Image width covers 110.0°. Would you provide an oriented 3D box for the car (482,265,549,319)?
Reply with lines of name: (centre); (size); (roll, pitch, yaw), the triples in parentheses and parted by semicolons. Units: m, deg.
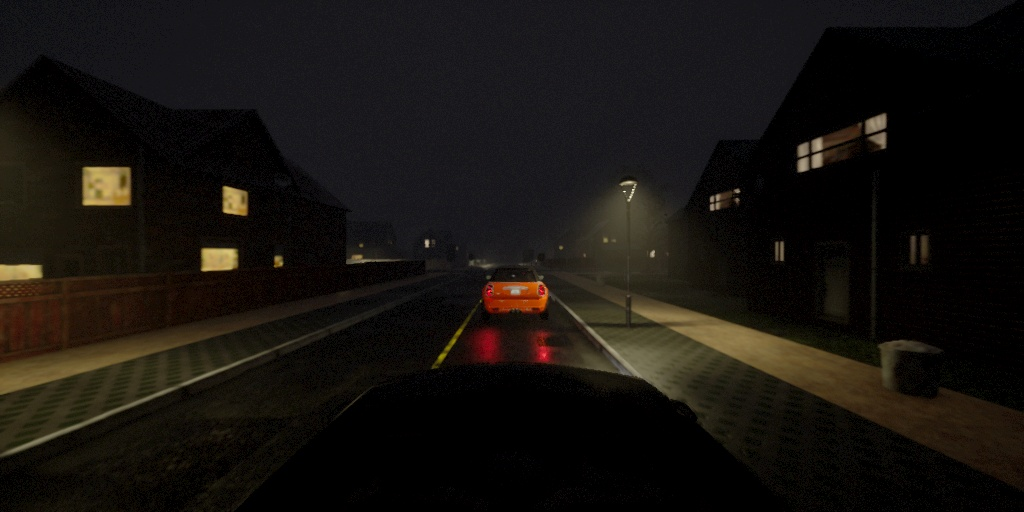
car: (0.098, 1.090, 12.881); (2.097, 1.767, 4.553); (0, 0, 0)
